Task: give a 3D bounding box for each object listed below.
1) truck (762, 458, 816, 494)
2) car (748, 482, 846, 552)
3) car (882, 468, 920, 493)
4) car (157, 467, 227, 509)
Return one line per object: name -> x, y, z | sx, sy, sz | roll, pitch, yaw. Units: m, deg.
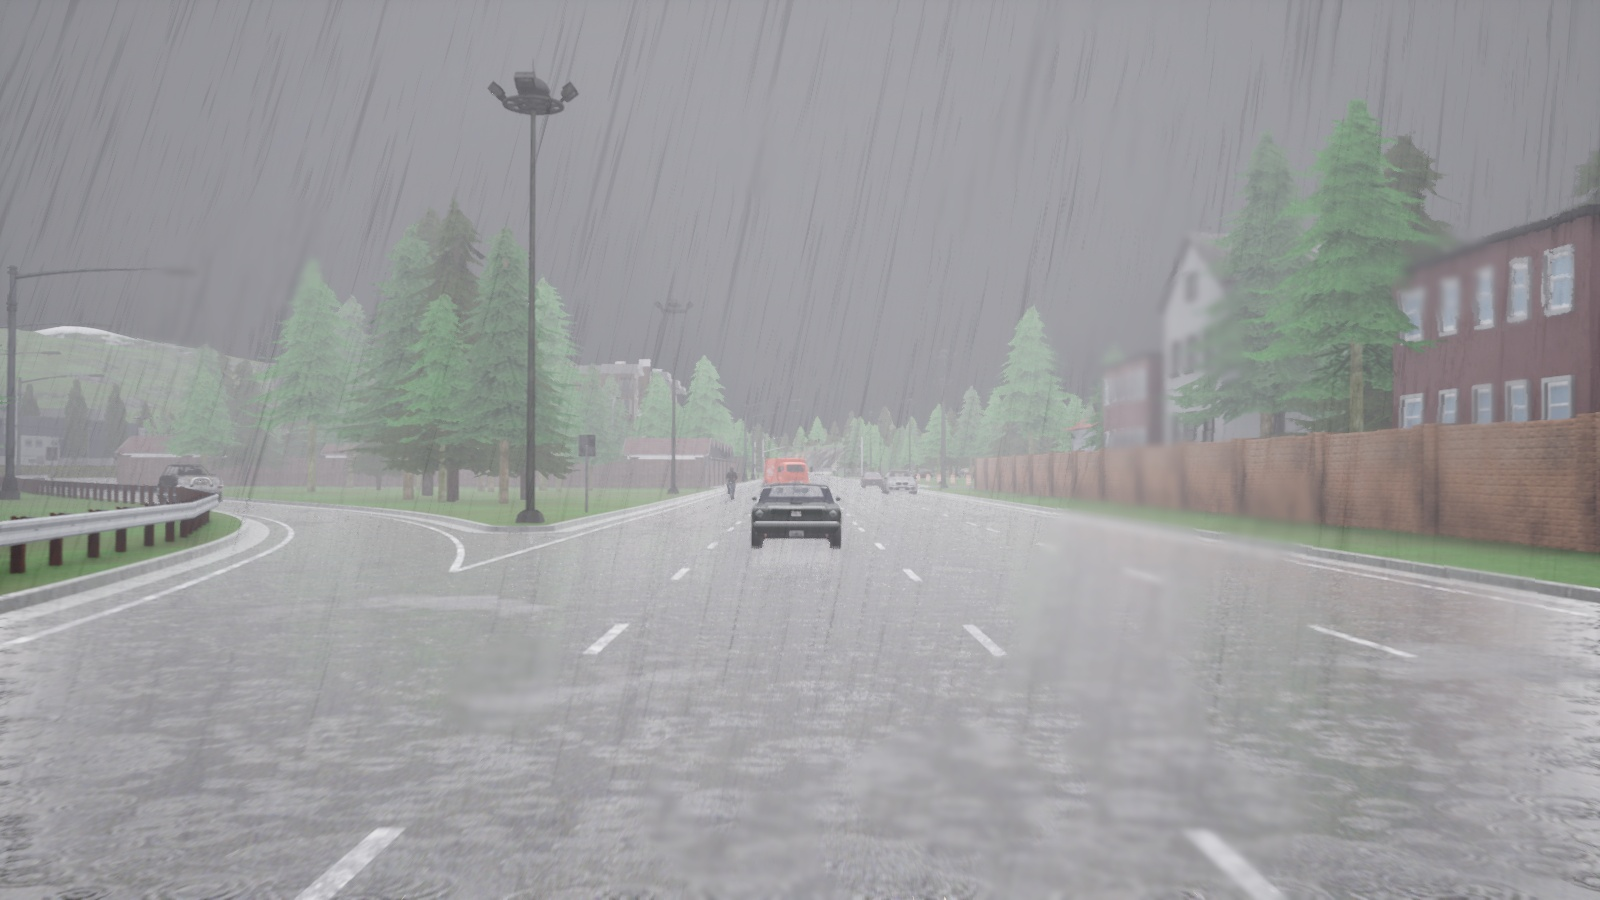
truck -> -0.808, 1.824, 89.144 | 2.627, 2.467, 5.204 | 0, -1, -15
car -> -0.067, 1.360, 26.628 | 1.895, 1.301, 4.718 | 0, -1, 0
car -> 6.934, 2.087, 87.053 | 2.242, 1.667, 4.611 | 0, -1, 0
car -> -27.730, 1.698, 57.200 | 1.932, 1.855, 4.605 | 1, -1, -38
